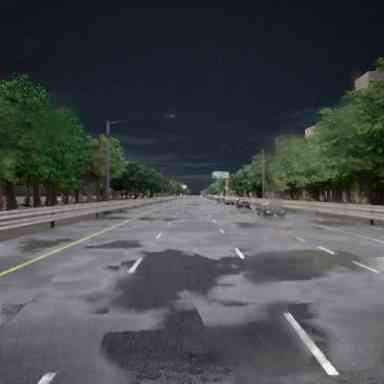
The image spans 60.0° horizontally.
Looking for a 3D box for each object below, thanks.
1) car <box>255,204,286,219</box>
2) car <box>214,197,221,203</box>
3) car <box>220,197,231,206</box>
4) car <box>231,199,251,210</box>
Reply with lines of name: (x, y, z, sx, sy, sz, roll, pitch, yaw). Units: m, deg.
car: (7.055, 1.739, 30.333, 1.895, 1.301, 4.718, 0, 0, 0)
car: (7.410, 2.084, 84.896, 2.128, 1.511, 4.902, 0, 0, 1)
car: (7.250, 2.008, 65.921, 1.895, 1.301, 4.718, 0, 0, 0)
car: (7.132, 1.768, 47.449, 1.837, 1.490, 4.892, 0, 0, 0)
